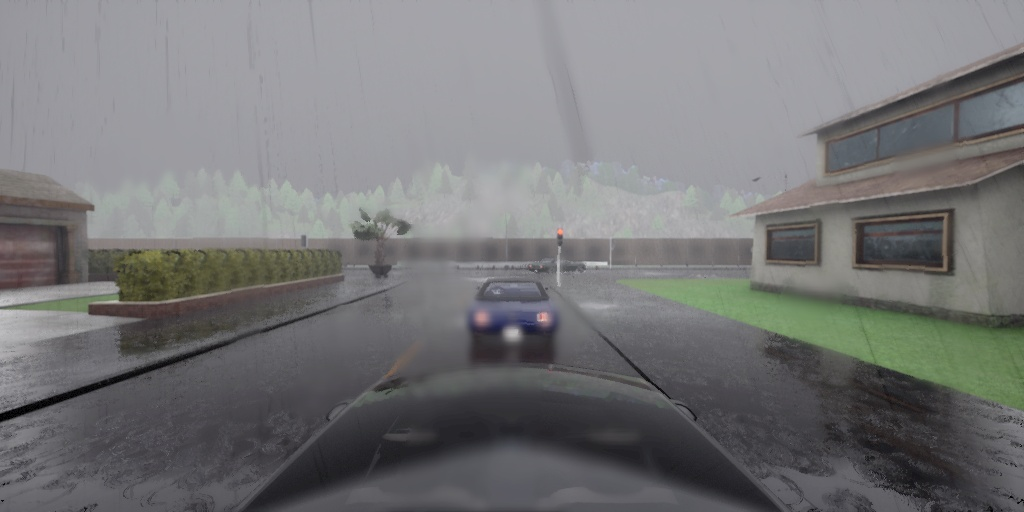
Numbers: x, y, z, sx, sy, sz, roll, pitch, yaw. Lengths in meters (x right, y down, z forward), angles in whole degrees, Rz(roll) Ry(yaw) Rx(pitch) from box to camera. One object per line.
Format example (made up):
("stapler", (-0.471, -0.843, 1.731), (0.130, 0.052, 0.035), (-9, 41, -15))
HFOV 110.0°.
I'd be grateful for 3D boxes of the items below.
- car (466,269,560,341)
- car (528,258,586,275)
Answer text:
("car", (0.042, 1.201, 9.288), (1.895, 1.301, 4.718), (0, 1, 1))
("car", (3.697, 0.820, 28.656), (4.718, 1.301, 1.895), (-1, 1, -36))
